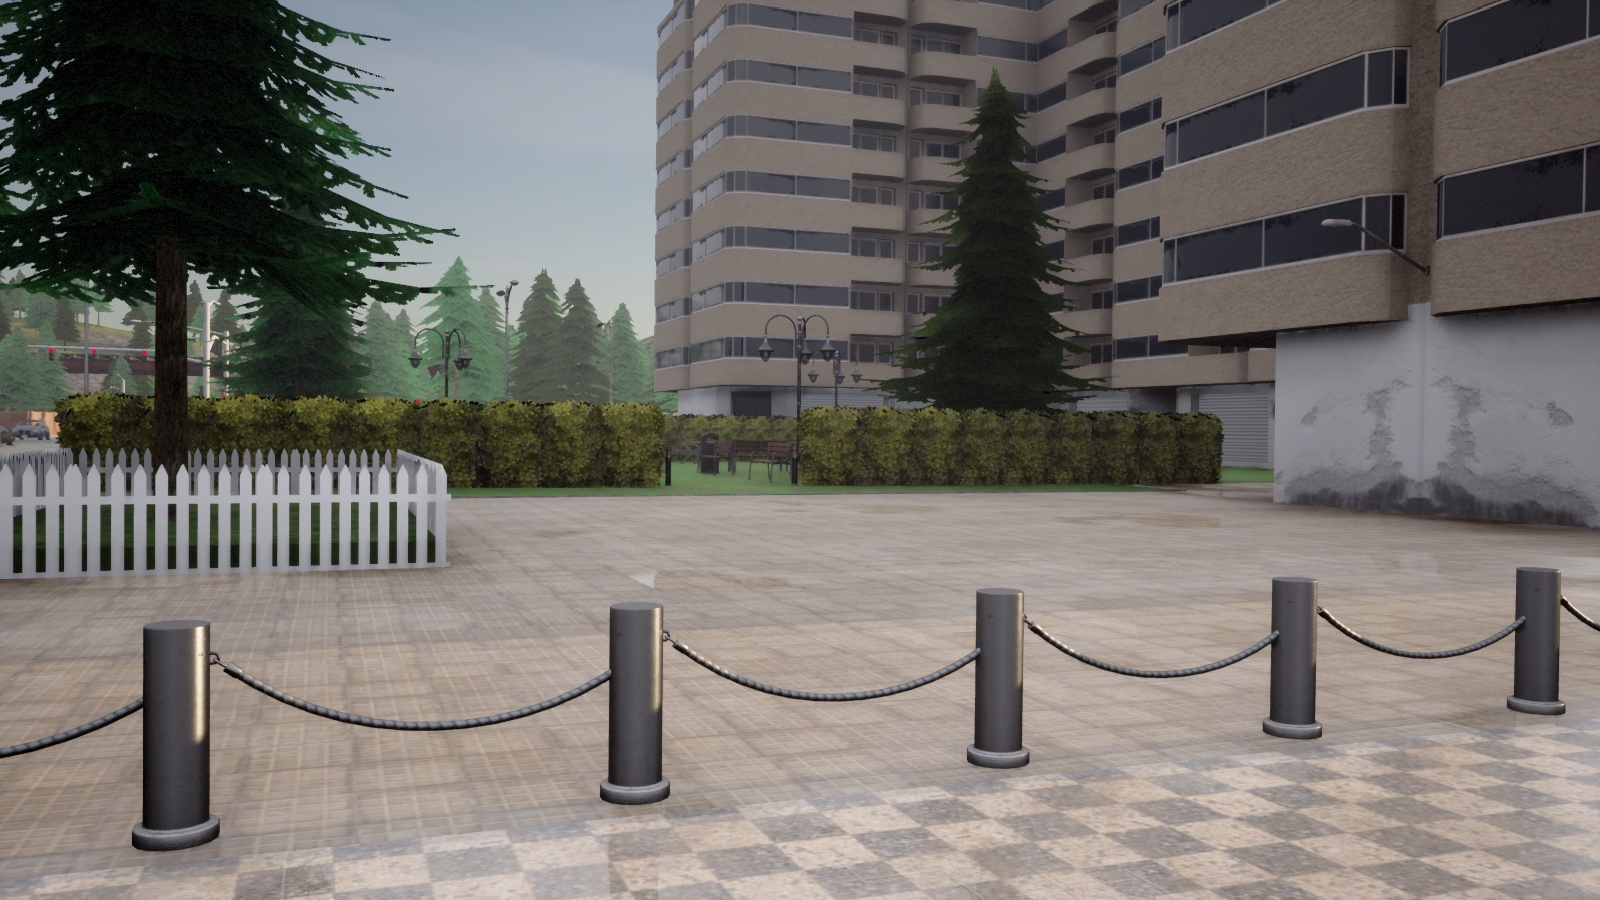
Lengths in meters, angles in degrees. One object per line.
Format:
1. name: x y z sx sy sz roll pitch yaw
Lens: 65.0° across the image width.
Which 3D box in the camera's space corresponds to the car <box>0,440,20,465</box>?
1. car: -48.727 0.143 75.541 2.033 1.411 5.357 -1 1 -21
